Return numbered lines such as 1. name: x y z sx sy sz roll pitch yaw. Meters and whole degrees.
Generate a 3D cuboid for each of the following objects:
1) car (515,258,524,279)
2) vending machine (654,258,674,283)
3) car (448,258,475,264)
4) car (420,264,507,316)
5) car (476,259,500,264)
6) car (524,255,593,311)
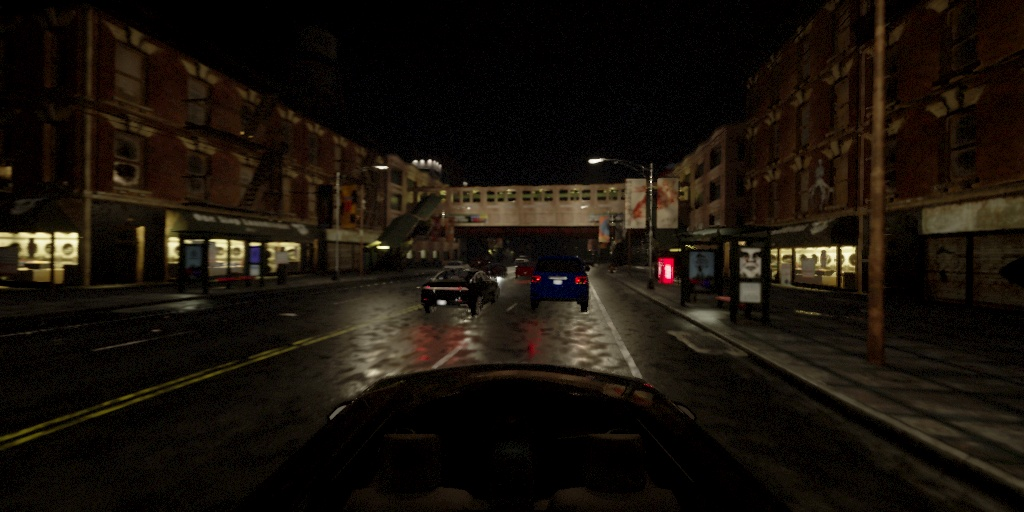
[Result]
1. car: 1.523 1.249 32.141 1.882 1.535 5.008 1 0 10
2. vending machine: 11.550 1.102 26.929 1.100 2.100 0.880 0 0 10
3. car: -5.351 1.204 34.520 1.812 1.442 4.674 1 0 10
4. car: -1.751 1.218 13.355 2.128 1.511 4.902 1 0 9
5. car: -1.735 1.291 34.869 1.994 1.385 4.181 1 0 10
6. car: 2.051 0.999 15.031 2.150 2.045 5.566 1 0 10
